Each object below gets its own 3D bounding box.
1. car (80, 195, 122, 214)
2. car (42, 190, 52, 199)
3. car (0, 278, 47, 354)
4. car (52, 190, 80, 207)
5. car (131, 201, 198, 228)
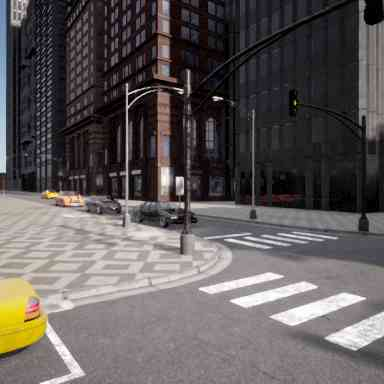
[{"bbox_3d":[-7.578,1.012,28.219,1.837,1.490,4.892,0,1,-36],"label":"car"},{"bbox_3d":[-24.392,0.421,57.049,1.882,1.535,5.008,0,1,-36],"label":"car"},{"bbox_3d":[-4.251,1.525,3.617,4.829,1.417,1.752,0,0,-35],"label":"car"},{"bbox_3d":[-13.428,0.681,36.355,2.097,1.767,4.553,0,1,-35],"label":"car"},{"bbox_3d":[-1.863,1.237,20.275,2.033,1.411,5.357,0,1,-36],"label":"car"}]
